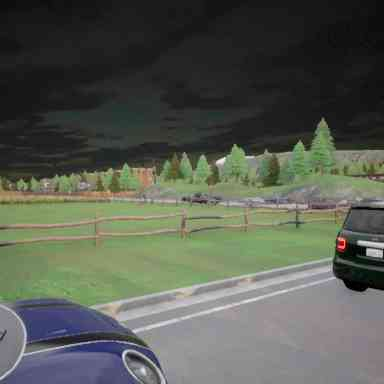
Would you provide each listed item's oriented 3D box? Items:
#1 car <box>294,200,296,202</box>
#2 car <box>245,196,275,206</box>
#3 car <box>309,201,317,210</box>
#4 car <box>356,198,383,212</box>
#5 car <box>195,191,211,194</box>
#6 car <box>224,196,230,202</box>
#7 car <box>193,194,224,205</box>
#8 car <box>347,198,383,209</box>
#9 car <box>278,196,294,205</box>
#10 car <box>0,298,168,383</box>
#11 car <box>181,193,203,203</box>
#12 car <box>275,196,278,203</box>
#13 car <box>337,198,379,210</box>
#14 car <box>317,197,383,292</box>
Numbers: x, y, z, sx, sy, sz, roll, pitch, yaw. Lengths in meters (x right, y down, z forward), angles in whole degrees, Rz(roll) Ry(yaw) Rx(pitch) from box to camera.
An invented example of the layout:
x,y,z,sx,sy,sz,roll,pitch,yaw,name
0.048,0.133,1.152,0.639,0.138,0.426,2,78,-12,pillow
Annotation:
x,y,z,sx,sy,sz,roll,pitch,yaw,name
16.845,1.548,62.412,2.033,1.411,5.357,0,0,-36,car
10.443,1.526,53.323,1.812,1.442,4.674,0,0,-36,car
16.150,1.564,39.621,1.994,1.385,4.181,0,0,-36,car
21.643,1.505,38.081,1.837,1.490,4.892,0,0,-37,car
2.543,0.840,70.169,2.150,2.045,5.566,0,0,-36,car
6.194,1.431,71.109,2.128,1.511,4.902,0,0,-36,car
2.817,1.506,57.829,1.837,1.490,4.892,0,0,-36,car
24.533,1.547,45.948,2.033,1.411,5.357,0,0,-36,car
15.048,1.525,58.900,1.812,1.442,4.674,0,0,-36,car
-2.344,1.352,2.070,4.553,1.767,2.097,0,0,-36,car
-0.297,1.523,68.122,1.882,1.535,5.008,0,0,-36,car
11.643,1.547,57.612,2.033,1.411,5.357,0,0,-36,car
21.772,1.525,43.793,1.812,1.442,4.674,0,0,-36,car
5.552,1.221,7.728,5.566,2.045,2.150,0,0,-36,car
